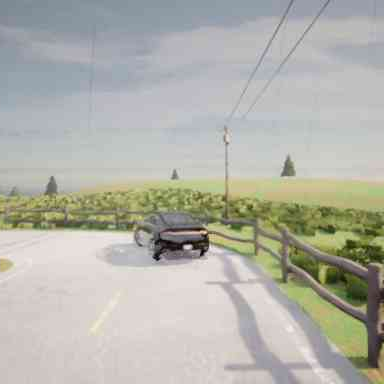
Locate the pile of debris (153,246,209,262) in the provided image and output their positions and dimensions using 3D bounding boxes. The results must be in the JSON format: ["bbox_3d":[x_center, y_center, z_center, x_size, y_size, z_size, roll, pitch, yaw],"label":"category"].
[{"bbox_3d":[-0.451,2.183,11.903,1.500,0.140,1.860,0,0,-20],"label":"pile of debris"}]

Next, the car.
[{"bbox_3d":[-0.923,1.498,12.601,2.128,1.511,4.902,0,0,-19],"label":"car"}]
